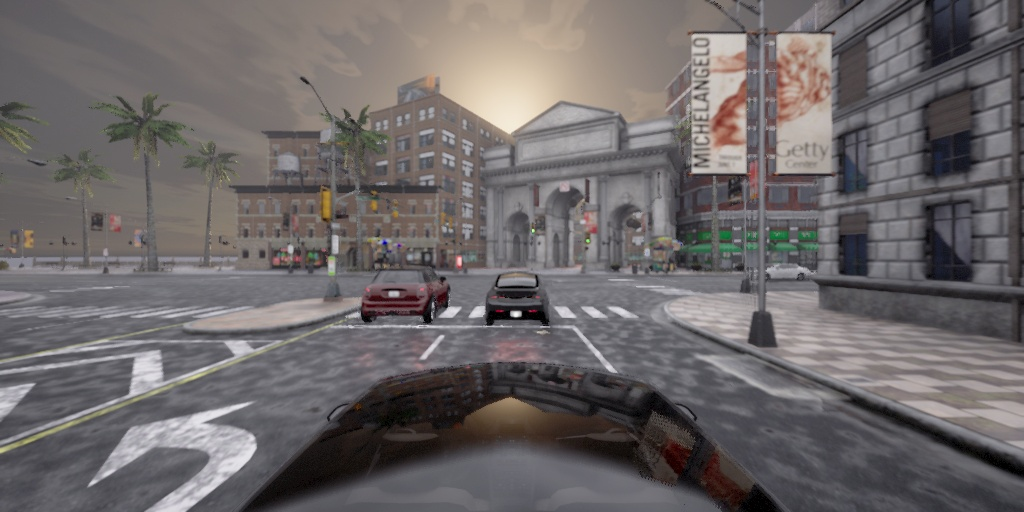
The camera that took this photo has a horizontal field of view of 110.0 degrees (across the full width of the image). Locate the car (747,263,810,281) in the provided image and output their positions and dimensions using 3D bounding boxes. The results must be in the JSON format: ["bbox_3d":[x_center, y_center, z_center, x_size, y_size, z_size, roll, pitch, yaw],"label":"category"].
[{"bbox_3d":[22.389,1.330,30.246,4.674,1.442,1.812,-1,0,1],"label":"car"}]

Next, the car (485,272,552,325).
[{"bbox_3d":[0.250,1.273,11.878,1.837,1.490,4.892,0,0,3],"label":"car"}]

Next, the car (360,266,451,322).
[{"bbox_3d":[-3.451,1.121,12.458,2.097,1.767,4.553,0,0,-1],"label":"car"}]
